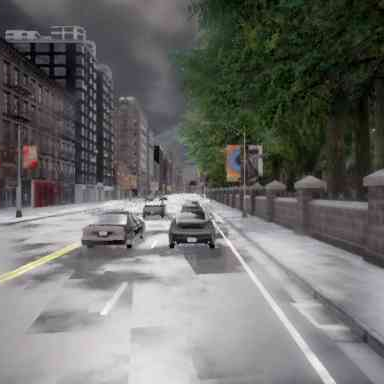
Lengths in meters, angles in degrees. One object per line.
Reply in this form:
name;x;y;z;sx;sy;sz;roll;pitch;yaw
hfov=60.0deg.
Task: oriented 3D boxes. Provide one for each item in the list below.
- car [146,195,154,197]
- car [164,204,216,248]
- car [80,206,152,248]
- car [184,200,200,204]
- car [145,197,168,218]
car;-9.750;1.467;76.727;1.837;1.490;4.892;0;0;0
car;0.000;1.515;14.650;1.837;1.490;4.892;0;0;0
car;-3.250;1.562;14.650;2.033;1.411;5.357;0;0;0
car;0.000;1.515;29.650;1.837;1.490;4.892;0;0;0
car;-3.250;1.494;29.650;2.128;1.511;4.902;0;0;0
